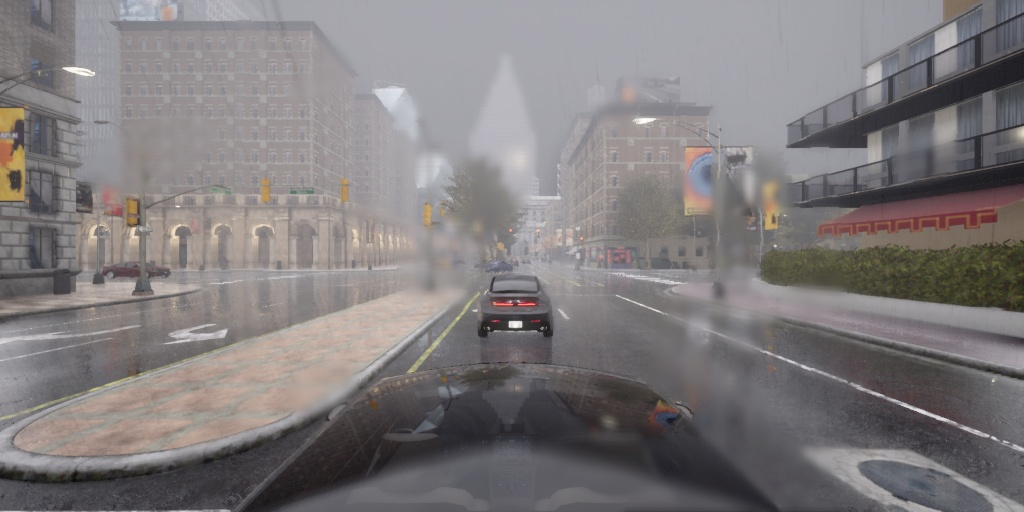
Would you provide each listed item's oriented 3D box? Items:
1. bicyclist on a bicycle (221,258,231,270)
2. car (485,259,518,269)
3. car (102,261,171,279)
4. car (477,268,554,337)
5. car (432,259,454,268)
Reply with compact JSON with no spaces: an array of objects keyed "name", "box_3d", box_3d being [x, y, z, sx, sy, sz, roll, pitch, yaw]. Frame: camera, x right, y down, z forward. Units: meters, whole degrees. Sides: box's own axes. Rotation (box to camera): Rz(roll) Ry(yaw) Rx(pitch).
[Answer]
[{"name":"bicyclist on a bicycle","box_3d":[-37.198,1.050,46.709,0.582,1.620,1.656,0,0,0]},{"name":"car","box_3d":[-1.513,1.276,43.159,1.812,1.442,4.674,1,0,30]},{"name":"car","box_3d":[-33.650,1.228,32.251,5.008,1.535,1.882,0,0,0]},{"name":"car","box_3d":[0.096,1.255,10.292,1.837,1.490,4.892,0,0,0]},{"name":"car","box_3d":[-11.443,1.228,59.624,1.882,1.535,5.008,0,0,0]}]
